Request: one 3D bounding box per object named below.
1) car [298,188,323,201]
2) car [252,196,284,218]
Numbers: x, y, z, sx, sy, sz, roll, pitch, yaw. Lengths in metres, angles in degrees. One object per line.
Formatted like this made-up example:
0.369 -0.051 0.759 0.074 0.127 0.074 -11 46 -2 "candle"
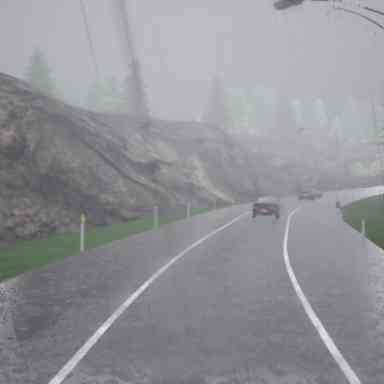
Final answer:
14.700 0.259 41.141 2.128 1.511 4.902 0 3 38 "car"
5.889 1.061 25.470 1.882 1.535 5.008 0 2 20 "car"
